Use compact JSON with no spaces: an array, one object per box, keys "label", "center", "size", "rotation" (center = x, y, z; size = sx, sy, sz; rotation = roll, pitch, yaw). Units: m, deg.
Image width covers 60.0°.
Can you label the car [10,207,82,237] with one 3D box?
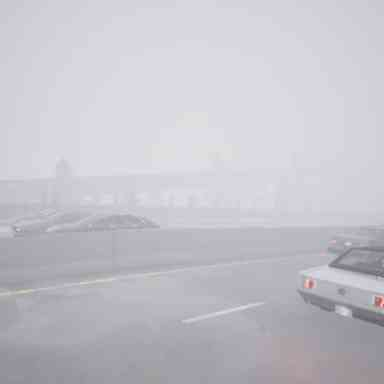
[{"label":"car","center":[-6.080,1.650,16.853],"size":[5.357,1.411,2.033],"rotation":[2,-1,-35]}]

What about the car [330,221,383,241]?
[{"label":"car","center":[7.723,2.070,13.556],"size":[5.357,1.411,2.033],"rotation":[4,-2,-35]}]

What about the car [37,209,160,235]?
[{"label":"car","center":[-3.674,1.620,14.268],"size":[4.892,1.490,1.837],"rotation":[2,-1,-35]}]

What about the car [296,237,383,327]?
[{"label":"car","center":[4.352,1.793,6.852],"size":[4.718,1.301,1.895],"rotation":[3,-2,-35]}]

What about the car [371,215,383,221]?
[{"label":"car","center":[25.718,3.759,43.793],"size":[5.357,1.411,2.033],"rotation":[4,-2,-35]}]
